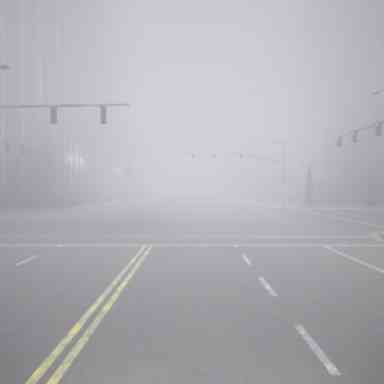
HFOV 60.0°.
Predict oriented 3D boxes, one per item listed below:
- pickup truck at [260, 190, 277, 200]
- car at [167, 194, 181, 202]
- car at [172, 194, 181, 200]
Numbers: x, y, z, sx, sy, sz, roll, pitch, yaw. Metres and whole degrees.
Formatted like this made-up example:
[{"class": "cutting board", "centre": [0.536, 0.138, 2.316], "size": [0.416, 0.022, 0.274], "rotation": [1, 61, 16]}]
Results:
[{"class": "pickup truck", "centre": [16.636, 0.587, 72.047], "size": [2.390, 2.098, 6.274], "rotation": [0, 0, 31]}, {"class": "car", "centre": [-3.509, 1.146, 61.339], "size": [2.033, 1.411, 5.357], "rotation": [0, 0, 1]}, {"class": "car", "centre": [-3.484, 1.090, 76.761], "size": [1.895, 1.301, 4.718], "rotation": [0, 0, 0]}]
